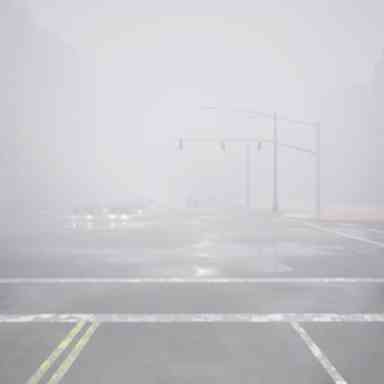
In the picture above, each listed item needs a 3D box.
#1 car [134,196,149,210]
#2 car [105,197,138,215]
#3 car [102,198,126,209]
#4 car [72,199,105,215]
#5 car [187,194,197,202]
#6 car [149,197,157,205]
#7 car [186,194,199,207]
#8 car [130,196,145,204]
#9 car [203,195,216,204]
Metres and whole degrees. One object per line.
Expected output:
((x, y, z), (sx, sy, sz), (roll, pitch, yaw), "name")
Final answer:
((-7.113, 1.505, 42.962), (1.812, 1.442, 4.674), (0, 0, 0), "car")
((-7.113, 1.547, 34.195), (1.994, 1.385, 4.181), (0, 0, 0), "car")
((-10.611, 1.525, 45.444), (2.033, 1.411, 5.357), (0, 0, 0), "car")
((-10.613, 1.509, 34.225), (1.812, 1.442, 4.674), (0, 0, 0), "car")
((-0.043, 1.319, 74.956), (2.097, 1.767, 4.553), (0, 0, 0), "car")
((-7.107, 1.536, 56.558), (1.994, 1.385, 4.181), (0, 0, 0), "car")
((0.069, 1.466, 51.817), (2.128, 1.511, 4.902), (0, 0, 0), "car")
((-10.560, 1.516, 64.699), (2.033, 1.411, 5.357), (0, 0, 0), "car")
((3.462, 1.474, 63.503), (1.837, 1.490, 4.892), (0, 0, 0), "car")
